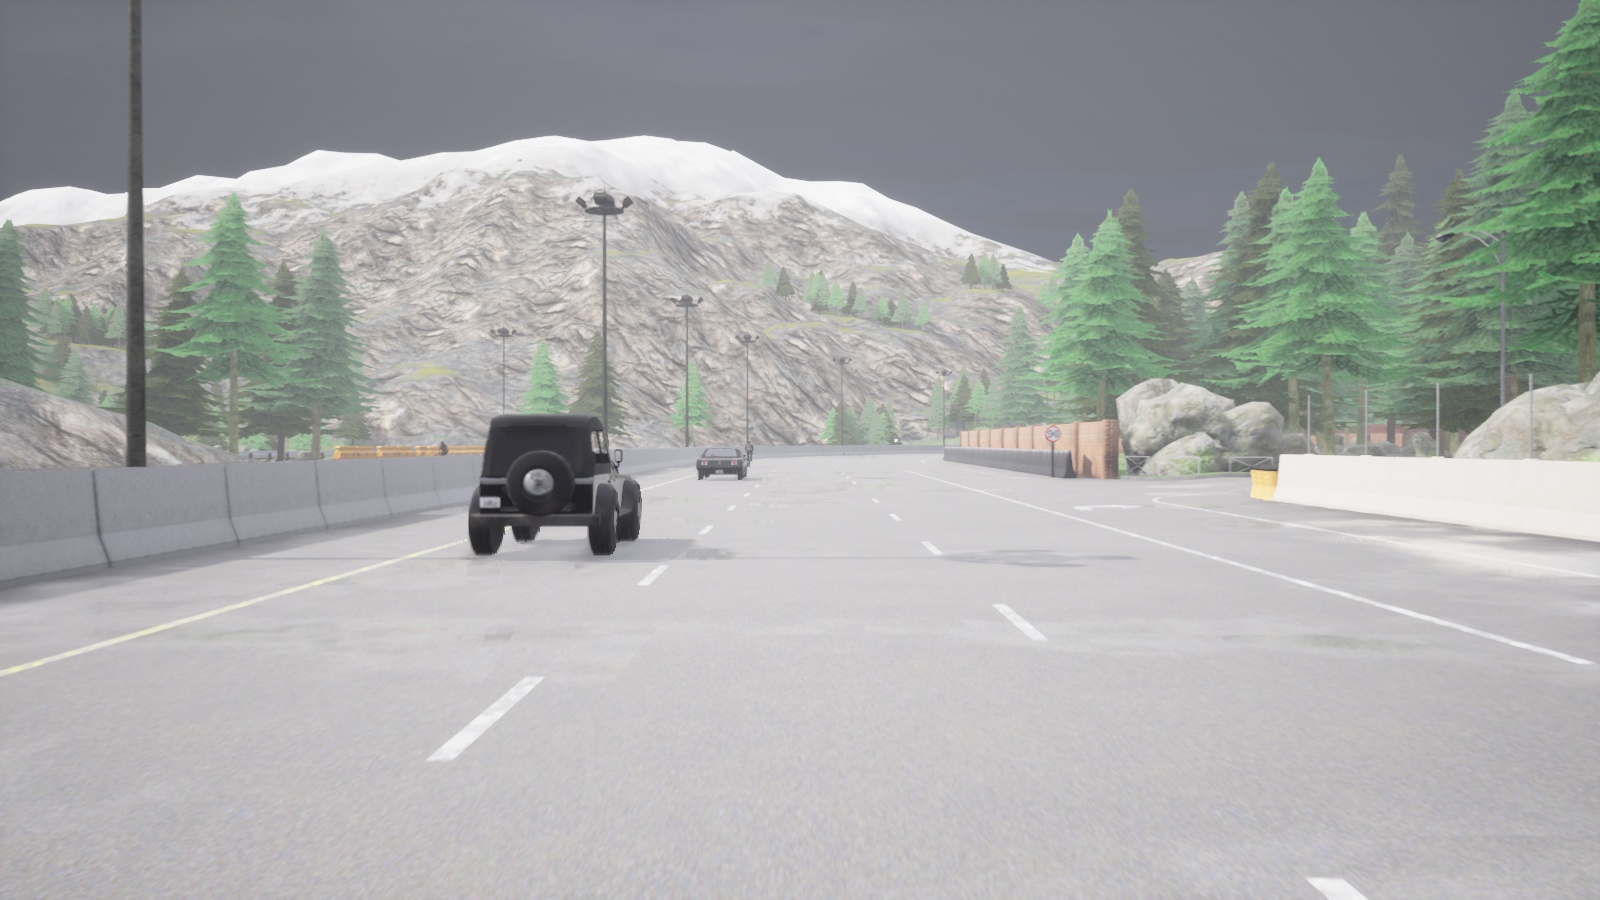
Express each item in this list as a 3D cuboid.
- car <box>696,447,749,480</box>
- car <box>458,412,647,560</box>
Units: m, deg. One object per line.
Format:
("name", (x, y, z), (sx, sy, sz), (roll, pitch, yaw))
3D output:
("car", (-3.186, 0.549, 52.359), (1.895, 1.301, 4.718), (0, 0, 0))
("car", (-3.383, 0.439, 17.876), (1.905, 1.878, 3.866), (0, 0, 0))
